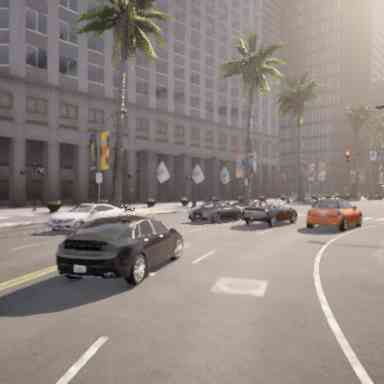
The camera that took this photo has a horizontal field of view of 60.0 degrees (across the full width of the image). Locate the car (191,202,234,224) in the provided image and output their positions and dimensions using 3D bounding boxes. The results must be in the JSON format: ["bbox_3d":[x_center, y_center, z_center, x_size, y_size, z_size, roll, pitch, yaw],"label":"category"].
[{"bbox_3d":[1.623,1.366,22.939,1.994,1.385,4.181,1,1,40],"label":"car"}]

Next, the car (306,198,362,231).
[{"bbox_3d":[8.532,1.203,19.777,2.097,1.767,4.553,1,1,40],"label":"car"}]

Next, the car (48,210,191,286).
[{"bbox_3d":[-1.688,1.411,9.354,1.837,1.490,4.892,0,-1,16],"label":"car"}]

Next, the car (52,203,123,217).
[{"bbox_3d":[-5.596,1.345,18.333,1.812,1.442,4.674,0,0,29],"label":"car"}]

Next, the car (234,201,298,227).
[{"bbox_3d":[5.062,1.319,21.161,2.128,1.511,4.902,1,1,41],"label":"car"}]

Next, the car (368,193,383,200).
[{"bbox_3d":[39.882,1.000,72.289,2.161,1.482,4.786,1,1,44],"label":"car"}]
